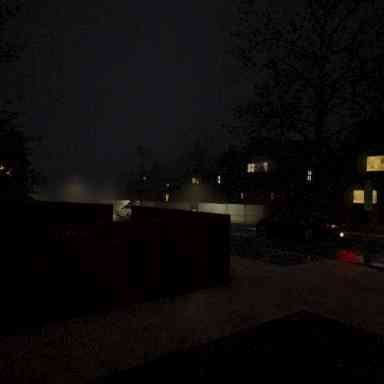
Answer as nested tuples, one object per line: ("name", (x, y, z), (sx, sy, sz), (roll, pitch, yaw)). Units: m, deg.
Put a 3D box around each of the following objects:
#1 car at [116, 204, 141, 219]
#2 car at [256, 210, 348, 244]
("car", (-6.080, 1.943, 33.722), (1.812, 1.442, 4.674), (2, -2, -35))
("car", (5.431, 1.699, 17.113), (1.837, 1.490, 4.892), (2, -2, -35))
